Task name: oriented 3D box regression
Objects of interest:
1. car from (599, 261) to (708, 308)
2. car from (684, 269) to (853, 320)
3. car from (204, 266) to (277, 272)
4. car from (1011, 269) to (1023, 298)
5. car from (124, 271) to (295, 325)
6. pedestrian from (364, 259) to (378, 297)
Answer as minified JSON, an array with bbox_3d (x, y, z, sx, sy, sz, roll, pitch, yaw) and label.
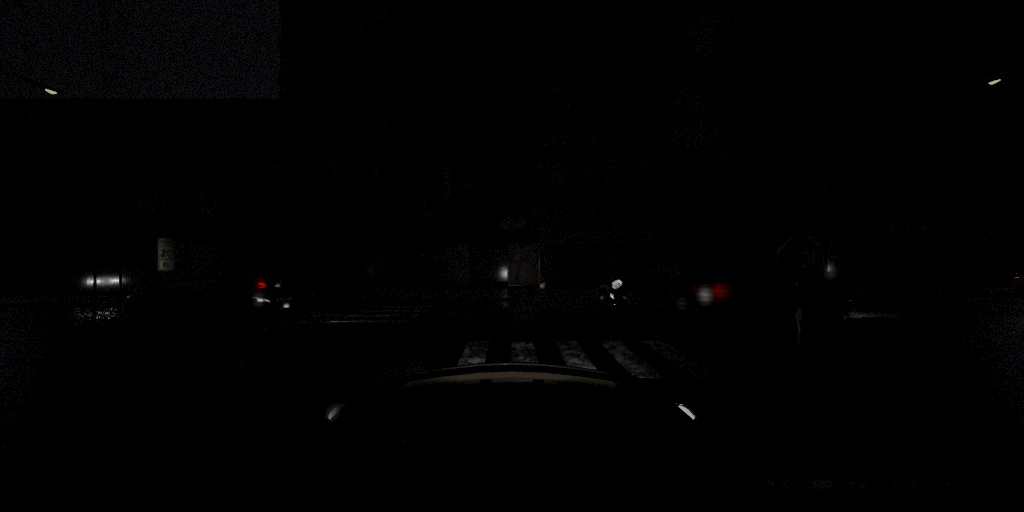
[{"bbox_3d":[5.863,1.071,14.427,4.553,1.767,2.097,-1,-1,0],"label":"car"},{"bbox_3d":[8.168,1.205,11.464,4.181,1.385,1.994,-1,-1,0],"label":"car"},{"bbox_3d":[-11.541,1.246,14.436,4.553,1.767,2.097,-1,-1,0],"label":"car"},{"bbox_3d":[23.953,0.788,14.425,5.566,2.045,2.150,0,-1,0],"label":"car"},{"bbox_3d":[-9.553,1.340,11.483,4.674,1.442,1.812,-1,-1,0],"label":"car"},{"bbox_3d":[-6.876,1.039,17.347,0.375,1.860,0.375,0,-1,0],"label":"pedestrian"}]
